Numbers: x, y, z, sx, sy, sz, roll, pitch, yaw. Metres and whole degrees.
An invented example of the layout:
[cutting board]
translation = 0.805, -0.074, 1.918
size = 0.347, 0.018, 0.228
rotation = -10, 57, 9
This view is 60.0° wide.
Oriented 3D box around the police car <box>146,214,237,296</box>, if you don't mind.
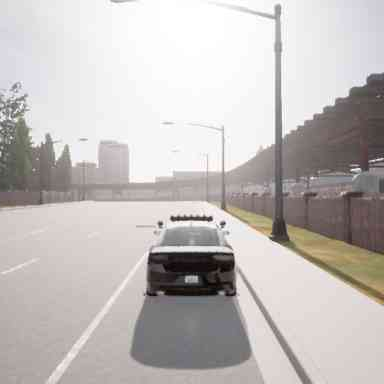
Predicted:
[police car]
translation = -0.012, 1.419, 8.762
size = 1.930, 1.638, 5.238
rotation = 0, 0, 0
